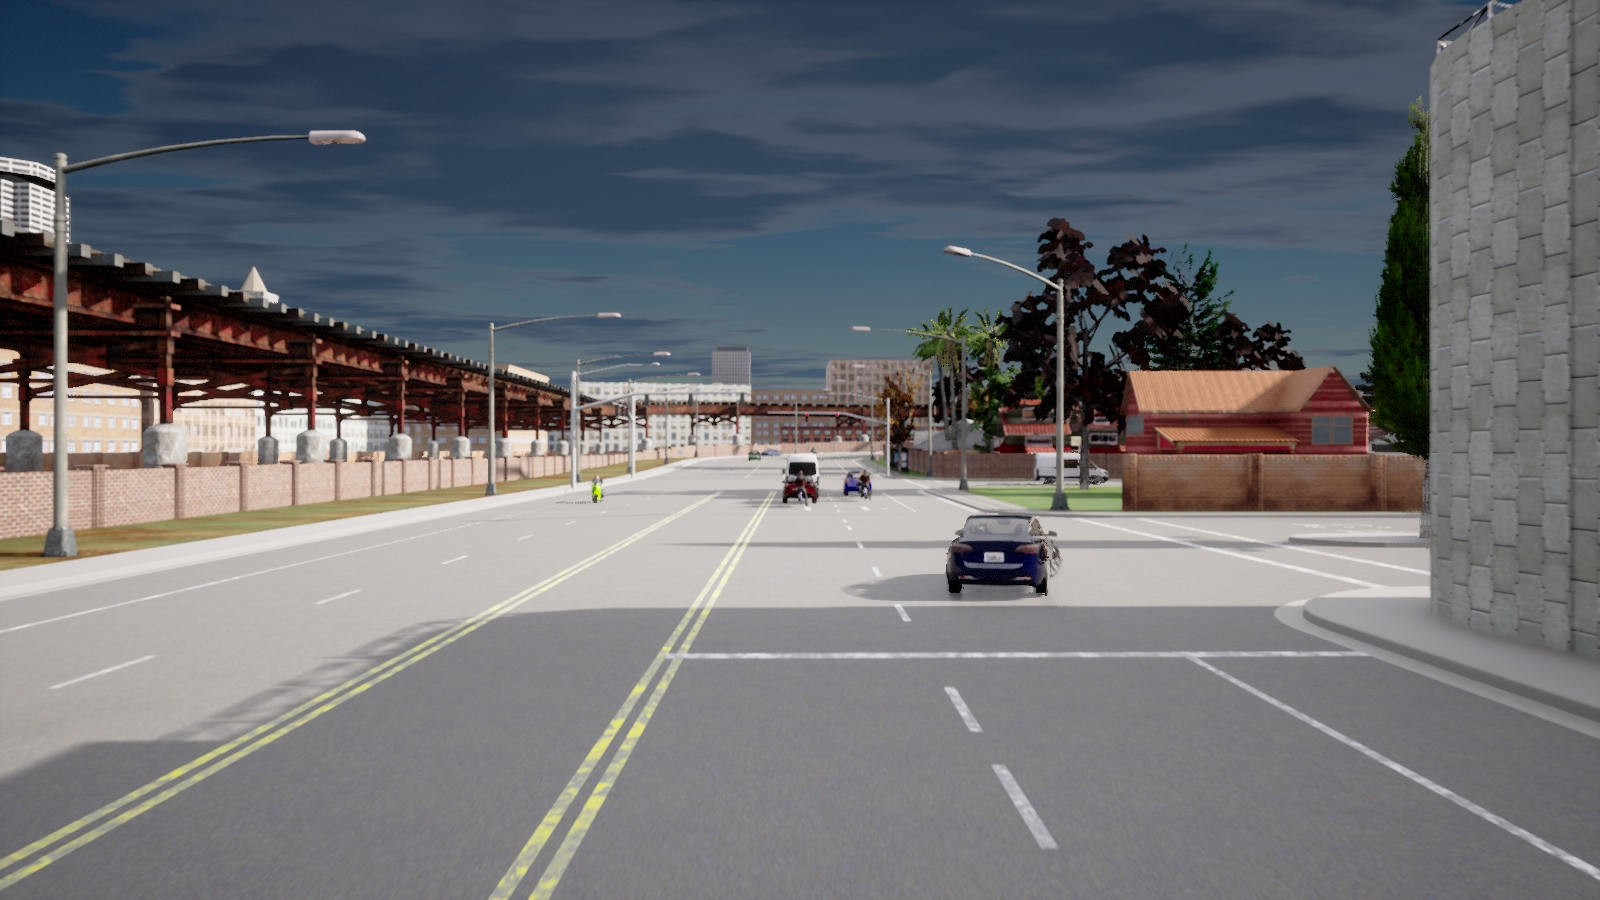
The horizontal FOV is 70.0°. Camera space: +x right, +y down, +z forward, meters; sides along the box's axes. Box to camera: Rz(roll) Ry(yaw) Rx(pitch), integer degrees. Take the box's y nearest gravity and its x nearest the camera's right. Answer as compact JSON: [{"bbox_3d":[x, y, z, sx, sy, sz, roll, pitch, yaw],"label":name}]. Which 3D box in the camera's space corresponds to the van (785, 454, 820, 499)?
[{"bbox_3d":[0.102,1.513,67.745,1.988,2.561,5.915,0,0,-1],"label":"van"}]

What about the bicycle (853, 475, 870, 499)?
[{"bbox_3d":[3.532,2.126,65.470,0.859,1.301,1.487,0,0,-1],"label":"bicycle"}]

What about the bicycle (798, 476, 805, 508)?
[{"bbox_3d":[0.079,2.028,55.559,0.329,1.496,1.835,-1,0,0],"label":"bicycle"}]

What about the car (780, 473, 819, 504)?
[{"bbox_3d":[-0.007,2.021,60.765,2.007,1.525,4.514,0,0,0],"label":"car"}]

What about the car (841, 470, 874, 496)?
[{"bbox_3d":[3.502,2.017,70.066,1.845,1.501,3.633,0,0,0],"label":"car"}]

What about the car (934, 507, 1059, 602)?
[{"bbox_3d":[4.188,2.056,23.659,2.163,1.488,4.792,0,0,14],"label":"car"}]

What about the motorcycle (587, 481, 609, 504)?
[{"bbox_3d":[-10.467,2.191,59.203,0.803,1.145,2.033,0,0,0],"label":"motorcycle"}]

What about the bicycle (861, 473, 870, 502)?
[{"bbox_3d":[3.540,2.030,61.842,0.329,1.496,1.835,0,0,0],"label":"bicycle"}]
